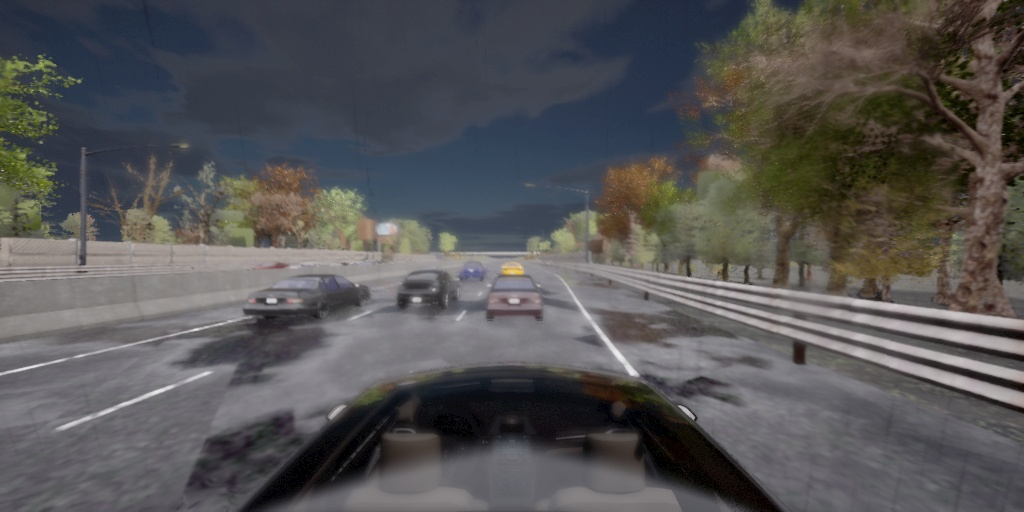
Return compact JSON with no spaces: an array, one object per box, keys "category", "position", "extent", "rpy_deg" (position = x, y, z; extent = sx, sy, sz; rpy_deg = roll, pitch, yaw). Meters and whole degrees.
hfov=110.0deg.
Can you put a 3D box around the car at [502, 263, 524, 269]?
[{"category":"car","position":[0.089,1.428,34.383],"extent":[1.882,1.535,5.008],"rpy_deg":[0,0,0]}]

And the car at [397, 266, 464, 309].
[{"category":"car","position":[-3.414,1.336,15.299],"extent":[1.837,1.490,4.892],"rpy_deg":[0,0,0]}]

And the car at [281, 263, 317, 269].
[{"category":"car","position":[-24.599,1.605,42.415],"extent":[1.895,1.301,4.718],"rpy_deg":[0,0,0]}]

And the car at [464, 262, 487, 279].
[{"category":"car","position":[-3.414,1.291,32.589],"extent":[2.097,1.767,4.553],"rpy_deg":[0,0,0]}]

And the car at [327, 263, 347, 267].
[{"category":"car","position":[-21.094,1.536,43.319],"extent":[1.812,1.442,4.674],"rpy_deg":[0,0,0]}]

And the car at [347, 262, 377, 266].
[{"category":"car","position":[-17.598,1.489,43.358],"extent":[1.882,1.535,5.008],"rpy_deg":[0,0,0]}]

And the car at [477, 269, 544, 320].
[{"category":"car","position":[0.084,1.363,12.839],"extent":[2.033,1.411,5.357],"rpy_deg":[0,0,0]}]

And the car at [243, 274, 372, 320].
[{"category":"car","position":[-6.917,1.363,12.857],"extent":[2.033,1.411,5.357],"rpy_deg":[0,0,0]}]

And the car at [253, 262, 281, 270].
[{"category":"car","position":[-28.017,1.479,42.021],"extent":[1.882,1.535,5.008],"rpy_deg":[0,0,-1]}]

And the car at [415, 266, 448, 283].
[{"category":"car","position":[-6.913,1.531,31.292],"extent":[1.895,1.301,4.718],"rpy_deg":[0,0,0]}]
